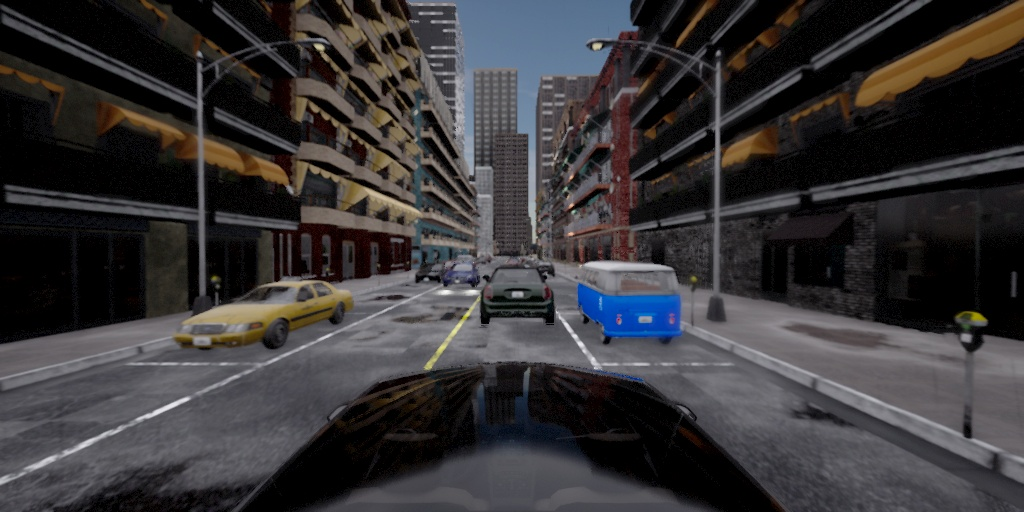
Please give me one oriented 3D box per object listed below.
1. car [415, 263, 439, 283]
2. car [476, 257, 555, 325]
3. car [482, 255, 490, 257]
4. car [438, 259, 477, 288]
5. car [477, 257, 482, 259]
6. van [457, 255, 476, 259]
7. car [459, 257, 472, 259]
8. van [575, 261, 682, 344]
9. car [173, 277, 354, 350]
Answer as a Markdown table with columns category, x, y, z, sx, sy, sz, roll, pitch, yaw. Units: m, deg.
| category | x | y | z | sx | sy | sz | roll | pitch | yaw |
| --- | --- | --- | --- | --- | --- | --- | --- | --- | --- |
| car | -5.614 | 1.147 | 25.723 | 1.948 | 1.339 | 4.313 | 0 | 0 | 0 |
| car | 0.121 | 1.031 | 11.727 | 2.097 | 1.767 | 4.553 | 0 | 0 | -1 |
| car | -5.487 | 0.884 | 64.387 | 1.948 | 1.339 | 4.313 | 0 | 0 | 0 |
| car | -3.029 | 1.131 | 22.249 | 1.812 | 1.442 | 4.674 | 0 | 0 | 0 |
| car | -5.542 | 0.869 | 47.817 | 1.967 | 1.591 | 4.097 | 0 | 0 | 0 |
| van | -5.560 | 0.807 | 42.294 | 1.690 | 1.789 | 3.998 | 0 | 0 | 0 |
| car | -5.578 | 1.050 | 36.771 | 1.888 | 1.381 | 4.507 | 0 | 0 | 0 |
| van | 2.712 | 1.038 | 9.114 | 1.690 | 1.789 | 3.998 | 0 | 0 | 0 |
| car | -5.669 | 1.223 | 8.984 | 1.751 | 1.417 | 4.829 | 0 | 0 | 0 |
